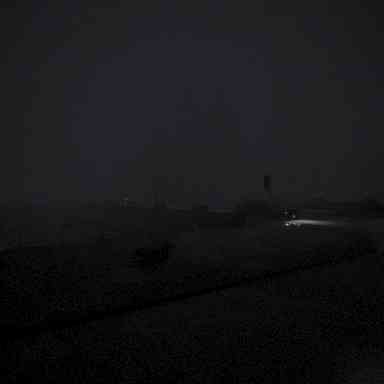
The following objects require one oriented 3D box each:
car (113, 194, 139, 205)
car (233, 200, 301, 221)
[{"bbox_3d":[-9.057,1.052,45.294,2.097,1.767,4.553,-1,1,-35],"label":"car"},{"bbox_3d":[5.446,1.283,24.949,2.033,1.411,5.357,-1,1,-35],"label":"car"}]
